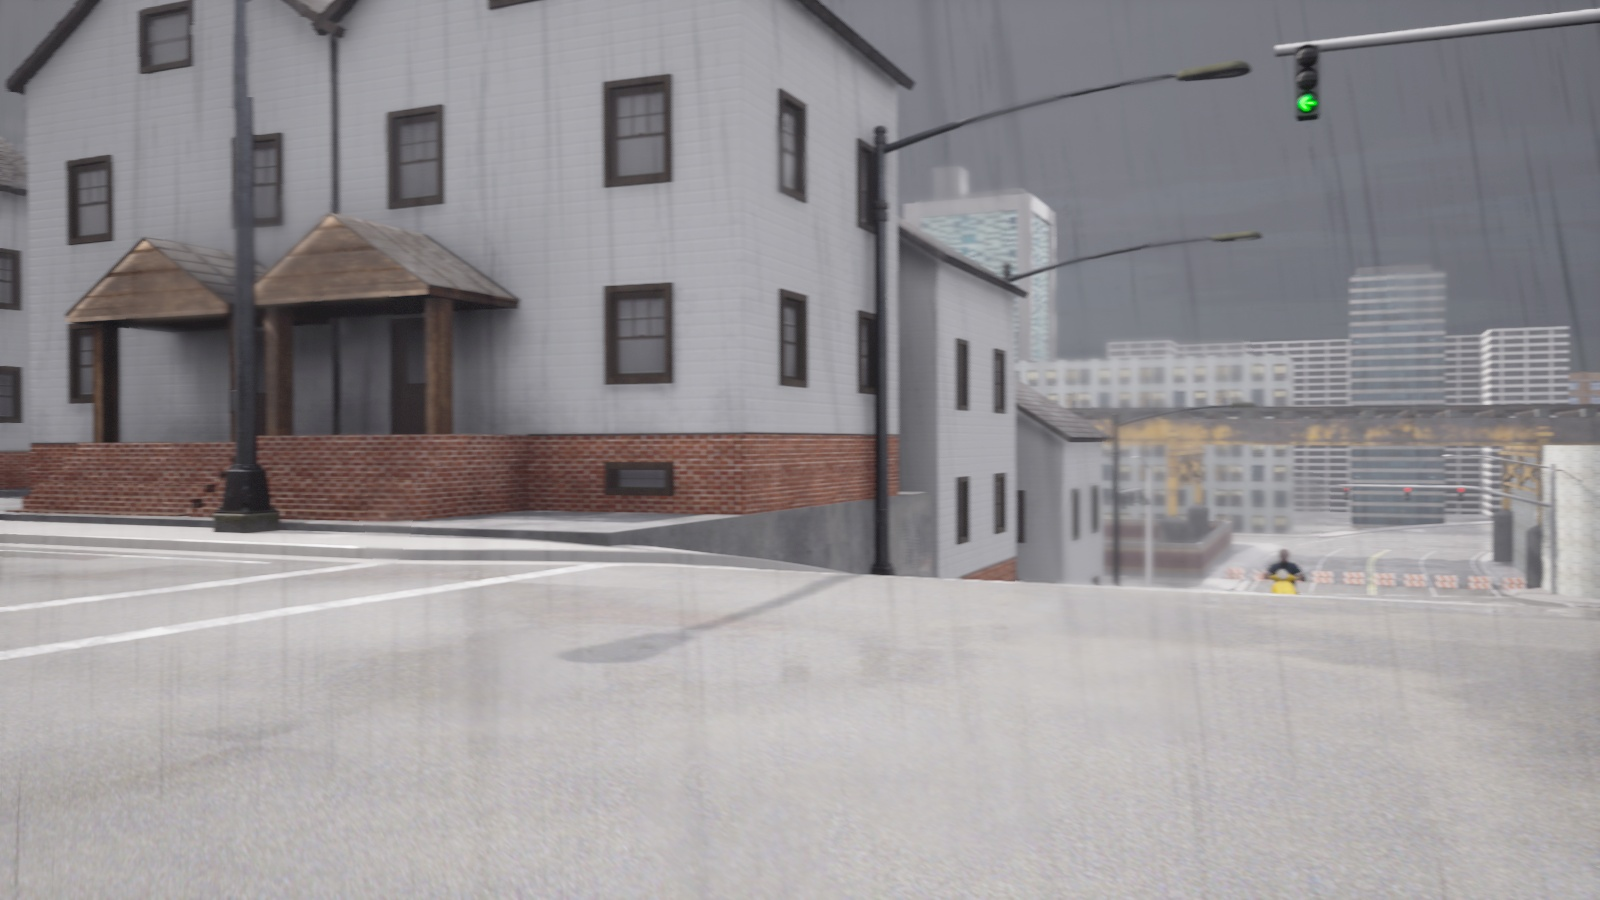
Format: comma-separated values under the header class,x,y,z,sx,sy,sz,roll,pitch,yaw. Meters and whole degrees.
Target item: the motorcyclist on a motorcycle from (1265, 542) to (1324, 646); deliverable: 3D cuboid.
class,x,y,z,sx,sy,sz,roll,pitch,yaw
motorcyclist on a motorcycle,8.685,2.540,22.024,0.866,1.590,1.817,-1,-13,24
